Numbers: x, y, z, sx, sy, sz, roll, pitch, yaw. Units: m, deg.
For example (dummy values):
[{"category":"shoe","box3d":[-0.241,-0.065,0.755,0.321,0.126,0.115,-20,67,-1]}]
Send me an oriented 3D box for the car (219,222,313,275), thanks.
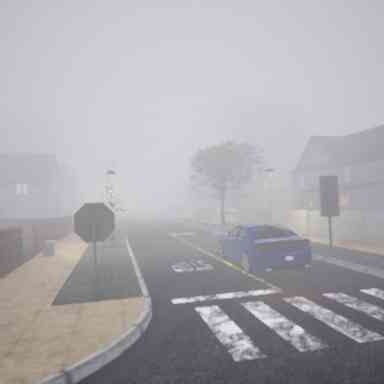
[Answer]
[{"category":"car","box3d":[2.325,1.806,11.805,1.882,1.535,5.008,-3,-2,-10]}]
